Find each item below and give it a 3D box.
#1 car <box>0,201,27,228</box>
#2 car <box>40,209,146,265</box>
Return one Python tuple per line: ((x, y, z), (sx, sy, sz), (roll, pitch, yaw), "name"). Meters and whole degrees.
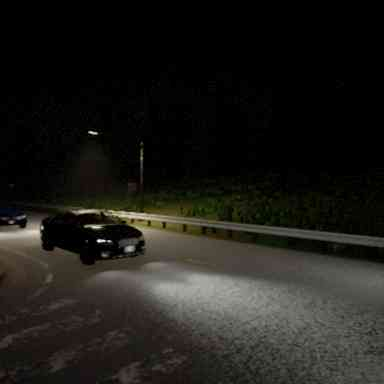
((-10.878, 1.249, 18.698), (1.812, 1.442, 4.674), (0, 1, -45), "car")
((-3.513, 1.348, 11.307), (2.128, 1.511, 4.902), (0, 1, -45), "car")
